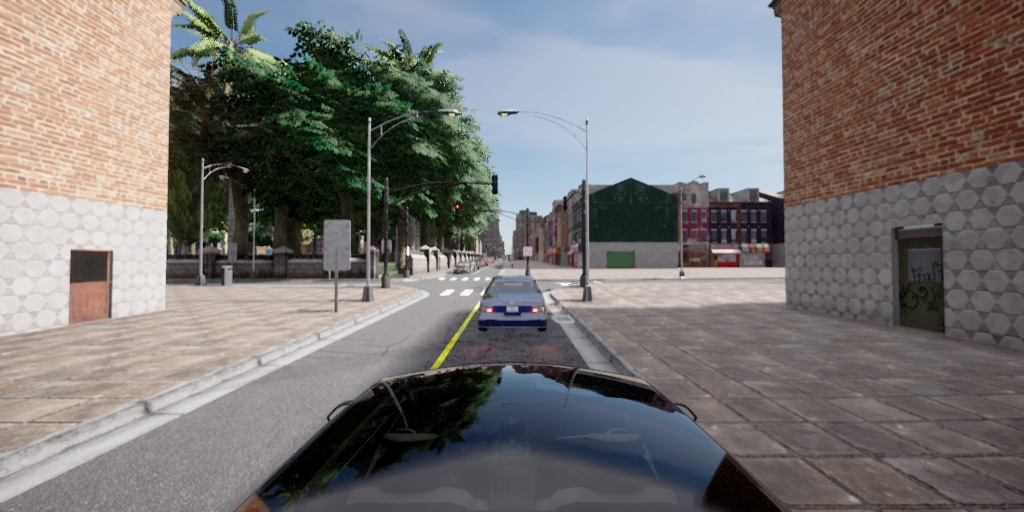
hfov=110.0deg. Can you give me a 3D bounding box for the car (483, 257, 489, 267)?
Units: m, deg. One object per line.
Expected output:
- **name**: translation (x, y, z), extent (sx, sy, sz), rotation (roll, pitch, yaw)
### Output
- **car**: translation (-5.633, 1.307, 63.504), extent (1.802, 1.307, 4.207), rotation (0, 0, 0)

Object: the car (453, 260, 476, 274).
- **car**: translation (-5.493, 1.265, 40.019), extent (2.007, 1.370, 4.403), rotation (0, 0, 0)

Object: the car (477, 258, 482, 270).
- **car**: translation (-5.516, 1.264, 47.155), extent (2.007, 1.370, 4.403), rotation (0, 0, 0)

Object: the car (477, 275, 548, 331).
- **car**: translation (0.029, 1.285, 10.871), extent (2.033, 1.411, 5.357), rotation (0, 0, 1)

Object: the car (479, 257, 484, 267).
- **car**: translation (-5.555, 1.281, 52.604), extent (1.948, 1.339, 4.313), rotation (0, 0, 0)
